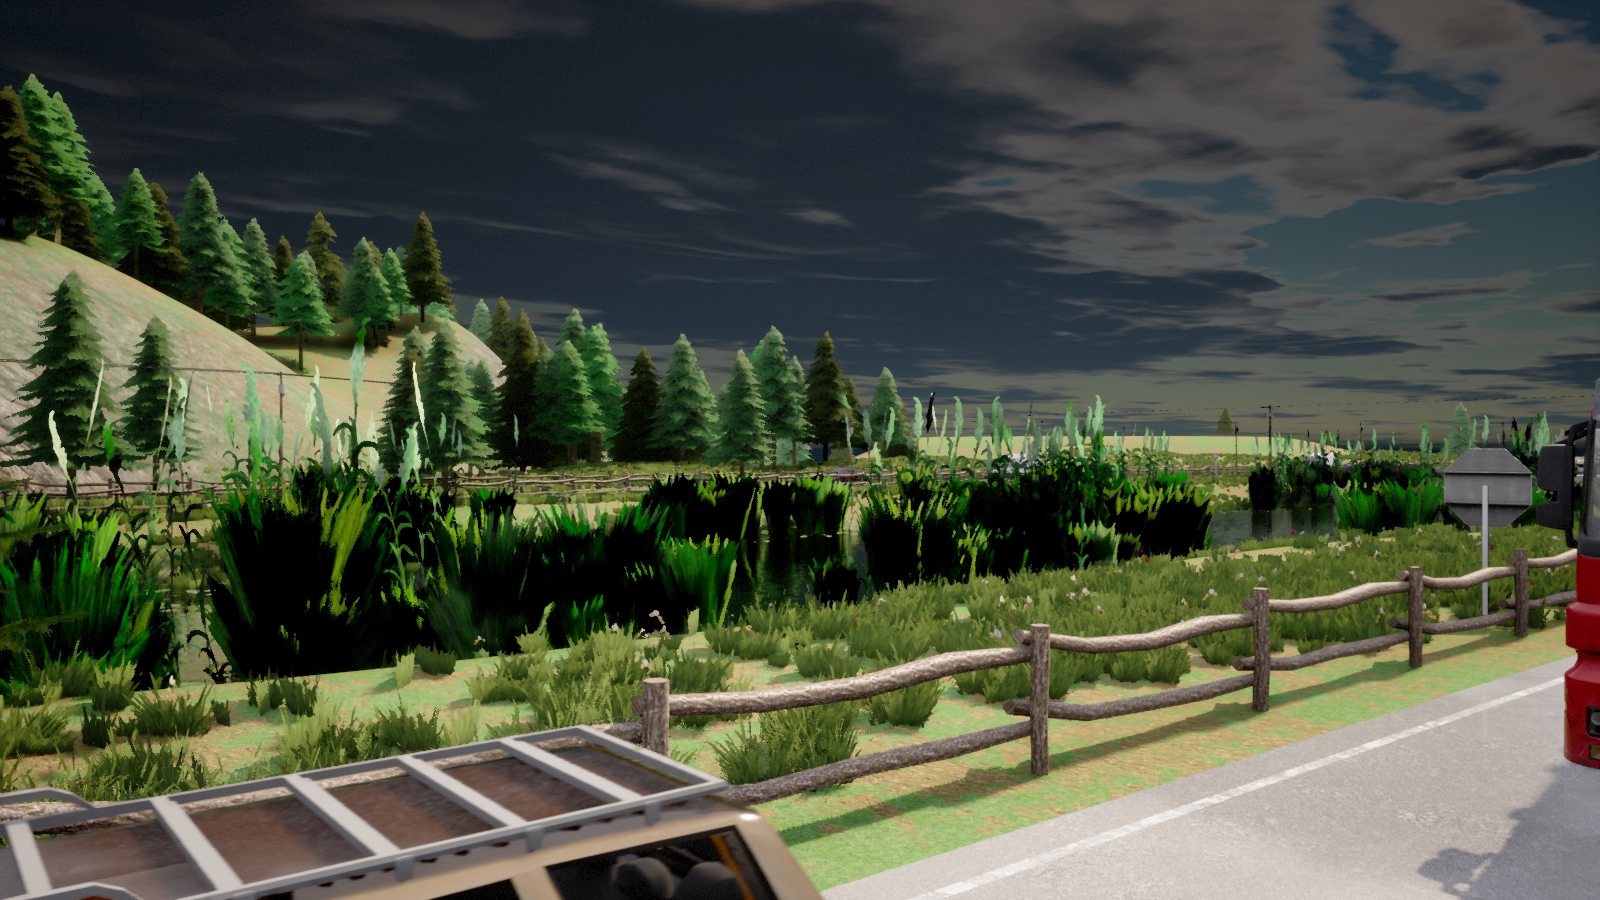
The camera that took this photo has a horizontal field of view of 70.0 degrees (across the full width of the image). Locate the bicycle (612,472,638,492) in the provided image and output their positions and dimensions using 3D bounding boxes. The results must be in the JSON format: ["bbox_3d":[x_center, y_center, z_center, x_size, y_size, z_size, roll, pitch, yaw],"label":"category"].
[{"bbox_3d":[-11.716,2.158,76.556,1.487,1.276,0.859,0,0,-43],"label":"bicycle"}]

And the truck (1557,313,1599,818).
[{"bbox_3d":[9.788,0.861,11.013,2.891,3.827,8.468,0,1,42],"label":"truck"}]

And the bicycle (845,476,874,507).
[{"bbox_3d":[2.907,2.029,56.097,1.643,1.496,0.373,0,0,-42],"label":"bicycle"}]

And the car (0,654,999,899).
[{"bbox_3d":[-1.786,1.828,2.843,4.605,1.855,1.932,0,0,-39],"label":"car"}]
